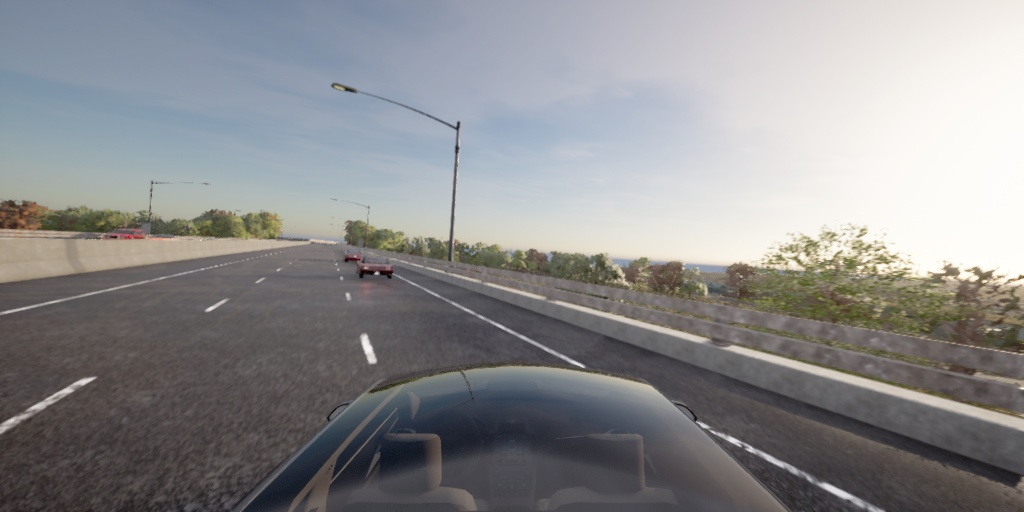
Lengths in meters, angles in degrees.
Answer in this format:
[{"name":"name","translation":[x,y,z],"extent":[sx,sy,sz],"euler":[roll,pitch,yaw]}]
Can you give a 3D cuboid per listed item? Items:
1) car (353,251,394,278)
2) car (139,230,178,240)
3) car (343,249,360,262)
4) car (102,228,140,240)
[{"name":"car","translation":[-8.717,0.645,22.608],"extent":[1.895,1.301,4.718],"euler":[3,0,-26]},{"name":"car","translation":[-43.728,-1.986,44.775],"extent":[2.097,1.767,4.553],"euler":[3,0,-27]},{"name":"car","translation":[-17.546,-0.079,39.851],"extent":[1.994,1.385,4.181],"euler":[3,0,-27]},{"name":"car","translation":[-47.066,-2.303,43.663],"extent":[2.150,2.045,5.566],"euler":[3,1,-27]}]
